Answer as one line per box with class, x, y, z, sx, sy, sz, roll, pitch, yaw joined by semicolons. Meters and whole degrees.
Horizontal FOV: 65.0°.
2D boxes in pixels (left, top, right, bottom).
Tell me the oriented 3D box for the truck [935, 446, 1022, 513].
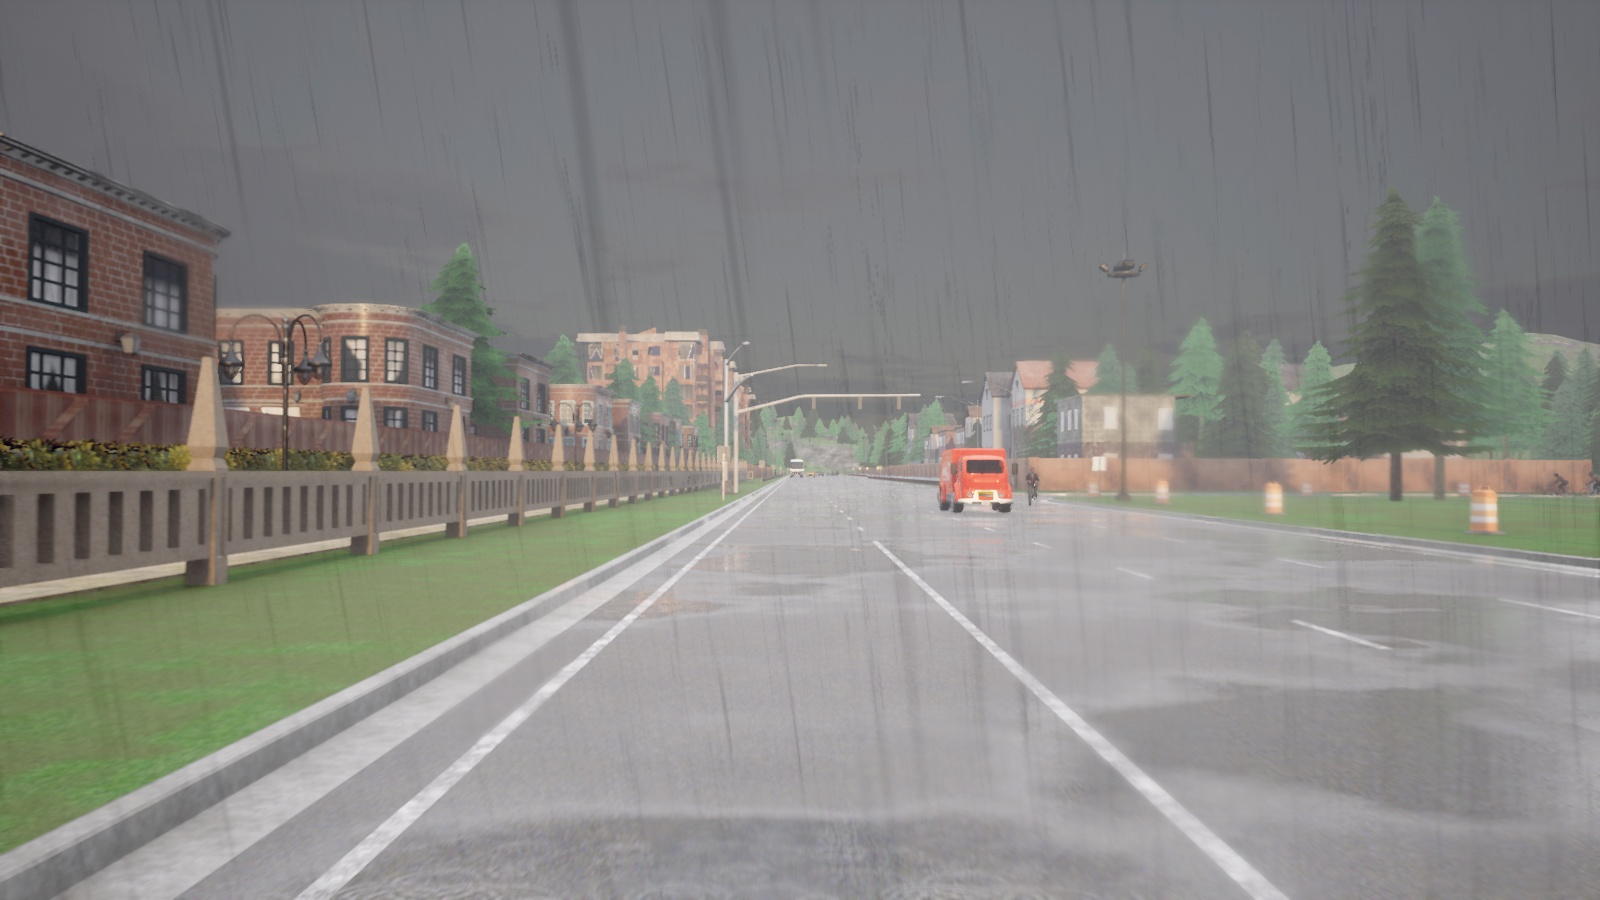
truck;6.878;1.121;48.977;2.627;2.467;5.204;0;-1;0
